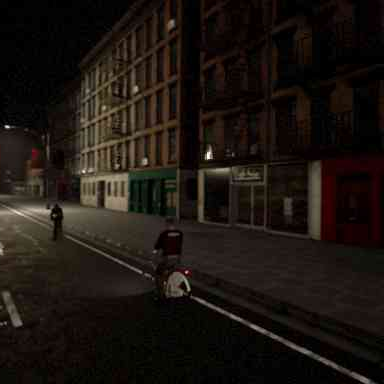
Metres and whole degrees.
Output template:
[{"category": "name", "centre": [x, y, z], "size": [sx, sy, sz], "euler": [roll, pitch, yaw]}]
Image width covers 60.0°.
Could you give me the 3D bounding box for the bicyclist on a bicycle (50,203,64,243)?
[{"category": "bicyclist on a bicycle", "centre": [-5.736, 1.304, 14.125], "size": [0.582, 1.620, 1.656], "euler": [1, 0, -34]}]

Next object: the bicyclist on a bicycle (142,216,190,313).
[{"category": "bicyclist on a bicycle", "centre": [-0.568, 1.339, 6.590], "size": [0.659, 1.776, 1.843], "euler": [1, 0, -34]}]
